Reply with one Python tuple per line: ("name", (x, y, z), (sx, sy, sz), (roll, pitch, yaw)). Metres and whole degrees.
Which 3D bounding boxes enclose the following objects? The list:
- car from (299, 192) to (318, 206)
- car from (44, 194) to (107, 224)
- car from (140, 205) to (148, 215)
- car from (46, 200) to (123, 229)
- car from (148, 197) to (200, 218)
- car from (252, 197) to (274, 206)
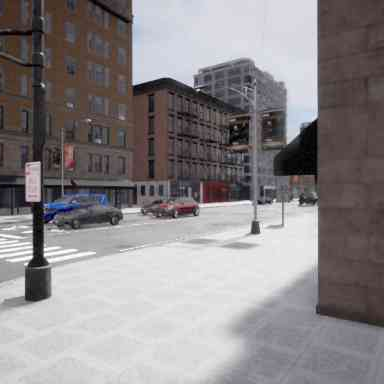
("car", (17.796, 0.999, 49.772), (2.150, 2.045, 5.566), (0, 0, 35))
("car", (-8.507, 1.166, 24.091), (2.150, 2.045, 5.566), (0, 0, 35))
("car", (-2.899, 1.429, 32.041), (1.812, 1.442, 4.674), (0, 0, 35))
("car", (-6.507, 1.468, 21.285), (1.812, 1.442, 4.674), (0, 0, 37))
("car", (-1.290, 1.256, 28.678), (2.097, 1.767, 4.553), (0, 0, 35))
("car", (10.998, 1.468, 51.581), (1.895, 1.301, 4.718), (0, 0, 35))
